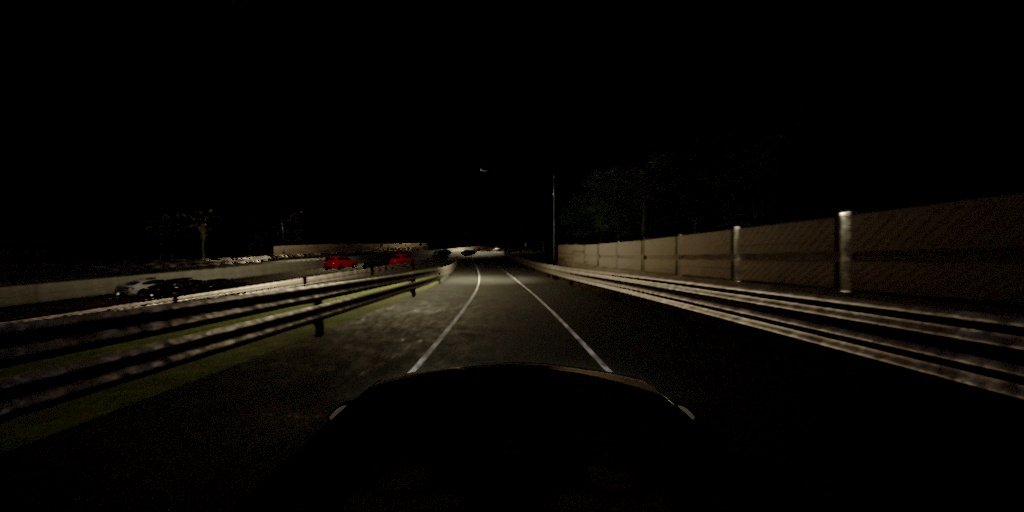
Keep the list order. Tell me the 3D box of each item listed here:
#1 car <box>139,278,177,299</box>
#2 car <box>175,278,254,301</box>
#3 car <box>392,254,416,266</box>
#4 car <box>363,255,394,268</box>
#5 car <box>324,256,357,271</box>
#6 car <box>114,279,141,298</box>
[{"bbox_3d":[-26.889,2.579,29.579,1.837,1.490,4.892,0,3,11],"label":"car"},{"bbox_3d":[-23.452,2.589,28.917,1.882,1.535,5.008,0,3,11],"label":"car"},{"bbox_3d":[-17.710,0.714,58.397,2.150,2.045,5.566,0,3,11],"label":"car"},{"bbox_3d":[-21.533,1.150,57.079,2.033,1.411,5.357,0,3,11],"label":"car"},{"bbox_3d":[-25.726,0.994,53.851,2.150,2.045,5.566,0,3,11],"label":"car"},{"bbox_3d":[-30.325,2.602,30.248,1.812,1.442,4.674,0,3,11],"label":"car"}]
